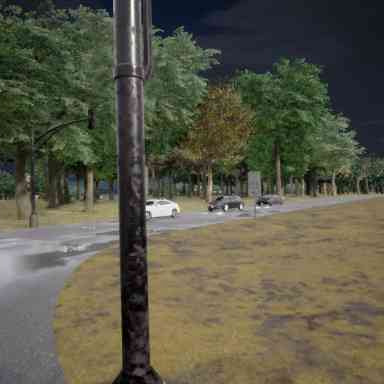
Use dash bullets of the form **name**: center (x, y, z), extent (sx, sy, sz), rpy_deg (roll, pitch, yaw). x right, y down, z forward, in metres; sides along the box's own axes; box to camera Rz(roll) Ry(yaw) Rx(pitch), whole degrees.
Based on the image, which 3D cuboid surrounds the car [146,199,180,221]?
- **car**: center (-2.790, 1.268, 24.477), extent (1.812, 1.442, 4.674), rpy_deg (-3, -1, 37)

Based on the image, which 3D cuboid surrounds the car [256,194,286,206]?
- **car**: center (9.755, 0.970, 40.956), extent (2.033, 1.411, 5.357), rpy_deg (-3, -1, 37)

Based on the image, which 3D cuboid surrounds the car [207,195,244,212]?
- **car**: center (3.343, 1.087, 32.545), extent (1.837, 1.490, 4.892), rpy_deg (-3, -1, 37)
